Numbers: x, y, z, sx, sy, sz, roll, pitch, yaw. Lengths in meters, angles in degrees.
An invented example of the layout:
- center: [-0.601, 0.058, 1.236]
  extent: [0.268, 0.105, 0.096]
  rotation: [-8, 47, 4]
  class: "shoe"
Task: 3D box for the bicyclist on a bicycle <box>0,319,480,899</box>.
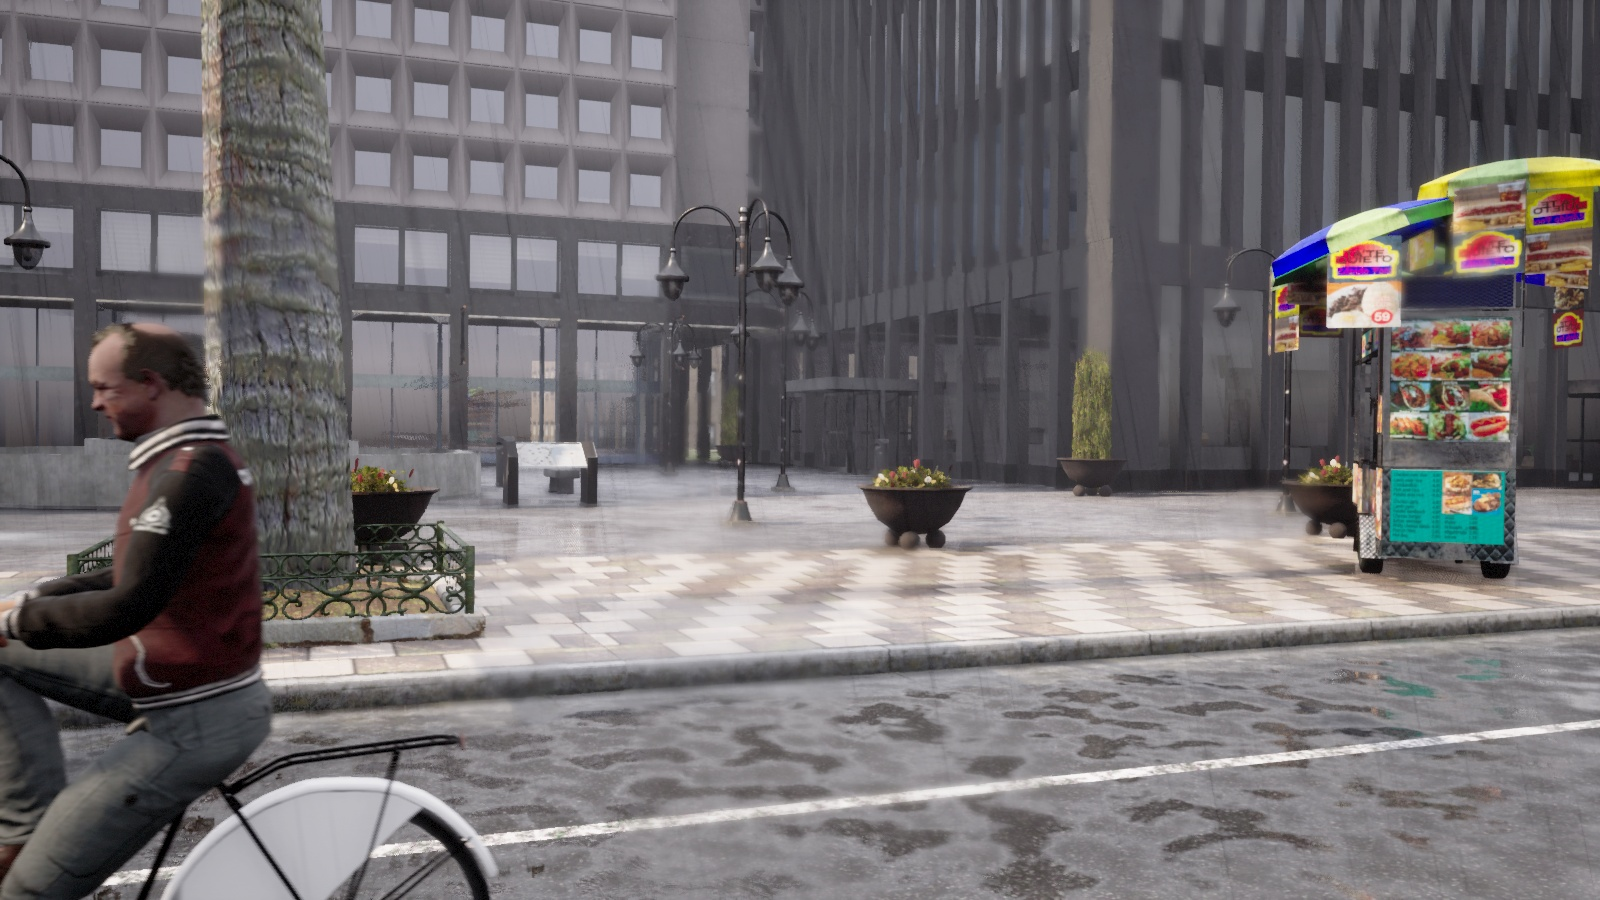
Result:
- center: [-1.651, 0.644, 2.612]
  extent: [1.843, 1.776, 0.659]
  rotation: [-1, 1, -21]
  class: "bicyclist on a bicycle"
